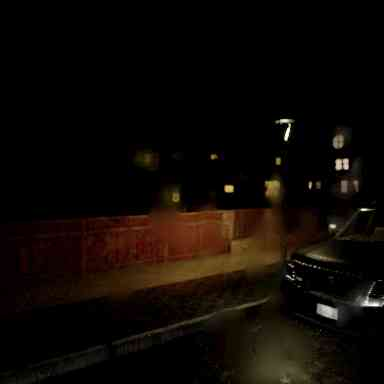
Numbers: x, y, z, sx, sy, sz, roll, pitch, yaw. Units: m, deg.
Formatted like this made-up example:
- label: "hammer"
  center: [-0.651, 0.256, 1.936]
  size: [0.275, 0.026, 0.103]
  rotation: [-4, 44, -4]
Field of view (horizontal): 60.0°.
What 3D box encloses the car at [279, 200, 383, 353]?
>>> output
- label: "car"
  center: [3.998, 1.170, 5.900]
  size: [5.566, 2.045, 2.150]
  rotation: [-1, 0, -35]
